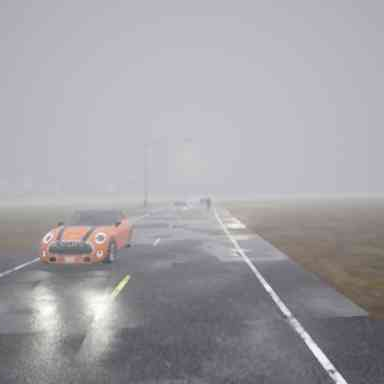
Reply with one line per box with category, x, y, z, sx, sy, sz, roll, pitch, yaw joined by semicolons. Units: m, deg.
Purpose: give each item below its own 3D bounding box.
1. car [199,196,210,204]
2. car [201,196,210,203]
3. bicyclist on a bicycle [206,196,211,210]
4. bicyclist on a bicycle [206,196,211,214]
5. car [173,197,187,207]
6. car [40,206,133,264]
car;2.469;1.551;64.532;1.882;1.535;5.008;0;0;4
car;3.147;1.613;76.966;2.128;1.511;4.902;0;0;3
bicyclist on a bicycle;2.210;1.421;44.473;0.659;1.776;1.843;0;0;3
bicyclist on a bicycle;1.729;1.492;34.573;0.582;1.620;1.656;0;0;2
car;-1.837;1.537;53.015;1.882;1.535;5.008;0;0;4
car;-3.484;1.365;11.817;2.097;1.767;4.553;0;0;1
